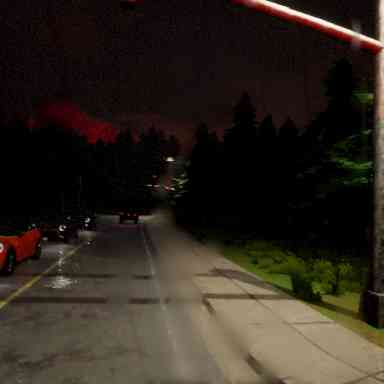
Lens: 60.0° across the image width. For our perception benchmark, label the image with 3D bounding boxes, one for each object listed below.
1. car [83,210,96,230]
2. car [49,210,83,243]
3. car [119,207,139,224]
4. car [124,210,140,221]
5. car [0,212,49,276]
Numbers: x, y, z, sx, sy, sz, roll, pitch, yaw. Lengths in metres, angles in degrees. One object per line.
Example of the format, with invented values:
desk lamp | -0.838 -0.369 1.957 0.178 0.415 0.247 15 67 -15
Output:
car | -9.784 2.388 29.499 2.097 1.767 4.553 2 -3 -9
car | -8.168 1.997 19.888 2.097 1.767 4.553 2 -3 -10
car | -7.927 2.903 41.923 2.150 2.045 5.566 2 -3 -9
car | -9.386 3.613 52.450 2.128 1.511 4.902 2 -3 -7
car | -6.665 1.645 11.212 2.097 1.767 4.553 2 -3 -10
